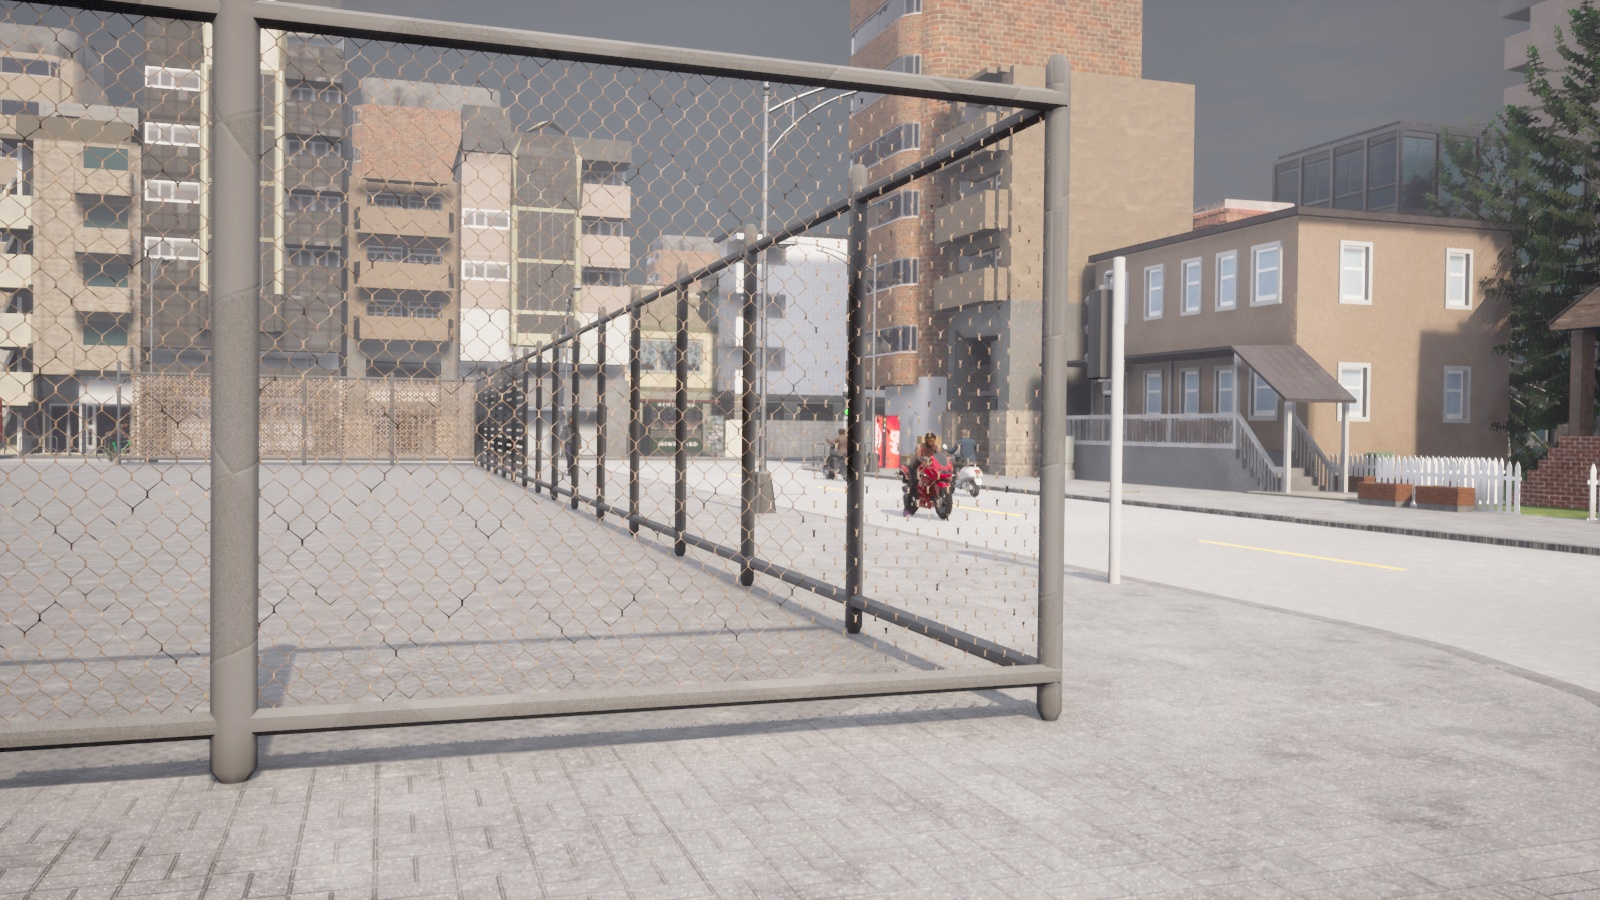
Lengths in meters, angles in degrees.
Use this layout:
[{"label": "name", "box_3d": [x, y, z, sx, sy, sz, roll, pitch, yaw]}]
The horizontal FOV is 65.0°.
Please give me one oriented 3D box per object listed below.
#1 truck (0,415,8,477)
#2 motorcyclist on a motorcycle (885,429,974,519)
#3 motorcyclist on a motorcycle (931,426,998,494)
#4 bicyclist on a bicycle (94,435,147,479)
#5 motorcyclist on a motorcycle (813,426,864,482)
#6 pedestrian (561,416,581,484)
[{"label": "truck", "box_3d": [-34.173, -0.116, 48.792, 5.204, 2.467, 2.627, -1, 1, -19]}, {"label": "motorcyclist on a motorcycle", "box_3d": [2.276, 0.393, 22.340, 0.797, 1.523, 2.044, -1, 1, -18]}, {"label": "motorcyclist on a motorcycle", "box_3d": [3.922, 0.220, 30.129, 0.866, 1.590, 1.817, -1, 1, -18]}, {"label": "bicyclist on a bicycle", "box_3d": [-25.656, 0.255, 47.407, 1.656, 1.620, 0.582, -1, 1, -18]}, {"label": "motorcyclist on a motorcycle", "box_3d": [1.160, 0.111, 38.498, 0.766, 1.649, 2.350, -1, 1, -19]}, {"label": "pedestrian", "box_3d": [-6.670, -0.016, 36.607, 0.423, 1.949, 0.788, -1, 1, -20]}]
